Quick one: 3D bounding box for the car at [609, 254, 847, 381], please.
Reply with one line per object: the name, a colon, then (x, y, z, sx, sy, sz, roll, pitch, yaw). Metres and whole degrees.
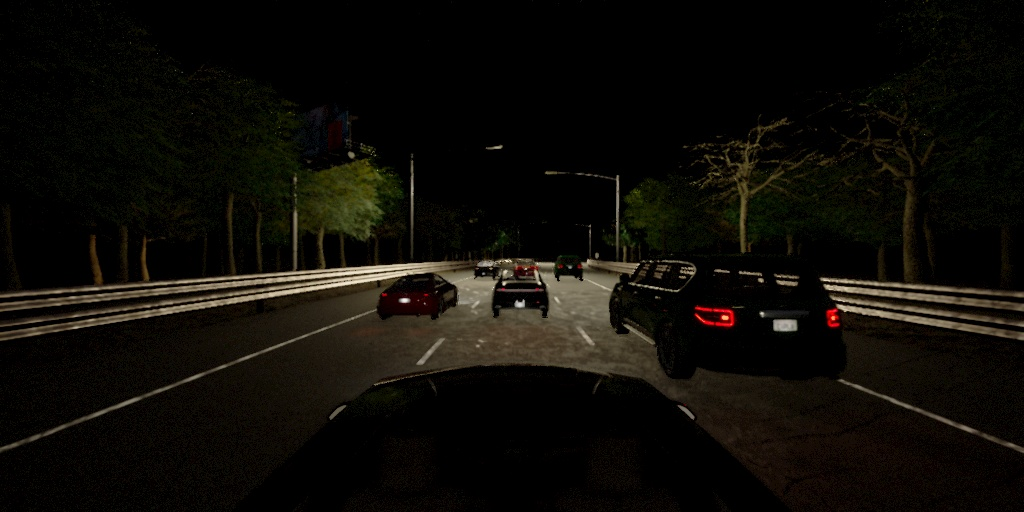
car: (3.638, 0.978, 7.360, 2.150, 2.045, 5.566, 0, 0, 2)

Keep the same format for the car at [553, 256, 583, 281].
car: (4.760, 0.992, 30.708, 2.150, 2.045, 5.566, 0, 0, 4)

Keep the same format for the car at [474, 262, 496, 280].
car: (-2.158, 1.260, 31.933, 2.128, 1.511, 4.902, 0, 0, 4)

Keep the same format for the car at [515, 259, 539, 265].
car: (1.326, 1.122, 31.552, 2.097, 1.767, 4.553, 0, 0, 4)

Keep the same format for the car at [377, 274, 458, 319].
car: (-3.196, 1.319, 12.889, 1.994, 1.385, 4.181, 0, 0, 2)

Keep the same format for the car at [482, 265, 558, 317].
car: (0.318, 1.248, 13.183, 2.128, 1.511, 4.902, 0, 0, 2)
